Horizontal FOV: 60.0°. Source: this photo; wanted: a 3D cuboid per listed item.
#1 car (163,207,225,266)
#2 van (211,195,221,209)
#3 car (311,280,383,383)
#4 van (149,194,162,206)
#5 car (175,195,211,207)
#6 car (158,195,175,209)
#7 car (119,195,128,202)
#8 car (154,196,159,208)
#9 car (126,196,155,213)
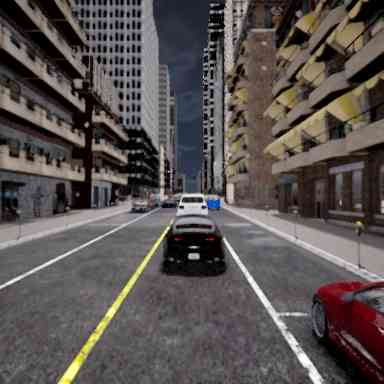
[{"bbox_3d":[0.069,1.494,11.428,1.837,1.490,4.892,0,0,0],"label":"car"},{"bbox_3d":[2.719,1.299,42.362,1.690,1.788,3.998,1,0,0],"label":"van"},{"bbox_3d":[2.705,1.579,3.580,1.802,1.307,4.206,1,0,0],"label":"car"},{"bbox_3d":[-5.795,1.287,53.393,1.690,1.788,3.998,1,0,0],"label":"van"},{"bbox_3d":[0.070,1.199,25.762,2.150,2.045,5.566,0,0,0],"label":"car"},{"bbox_3d":[-3.073,1.519,44.983,1.994,1.385,4.181,0,0,0],"label":"car"},{"bbox_3d":[-16.471,1.420,76.042,4.097,1.590,1.967,0,-1,0],"label":"car"},{"bbox_3d":[-5.632,1.540,42.312,1.802,1.307,4.206,1,0,0],"label":"car"},{"bbox_3d":[-5.633,1.514,36.771,2.008,1.369,4.403,1,0,0],"label":"car"}]
